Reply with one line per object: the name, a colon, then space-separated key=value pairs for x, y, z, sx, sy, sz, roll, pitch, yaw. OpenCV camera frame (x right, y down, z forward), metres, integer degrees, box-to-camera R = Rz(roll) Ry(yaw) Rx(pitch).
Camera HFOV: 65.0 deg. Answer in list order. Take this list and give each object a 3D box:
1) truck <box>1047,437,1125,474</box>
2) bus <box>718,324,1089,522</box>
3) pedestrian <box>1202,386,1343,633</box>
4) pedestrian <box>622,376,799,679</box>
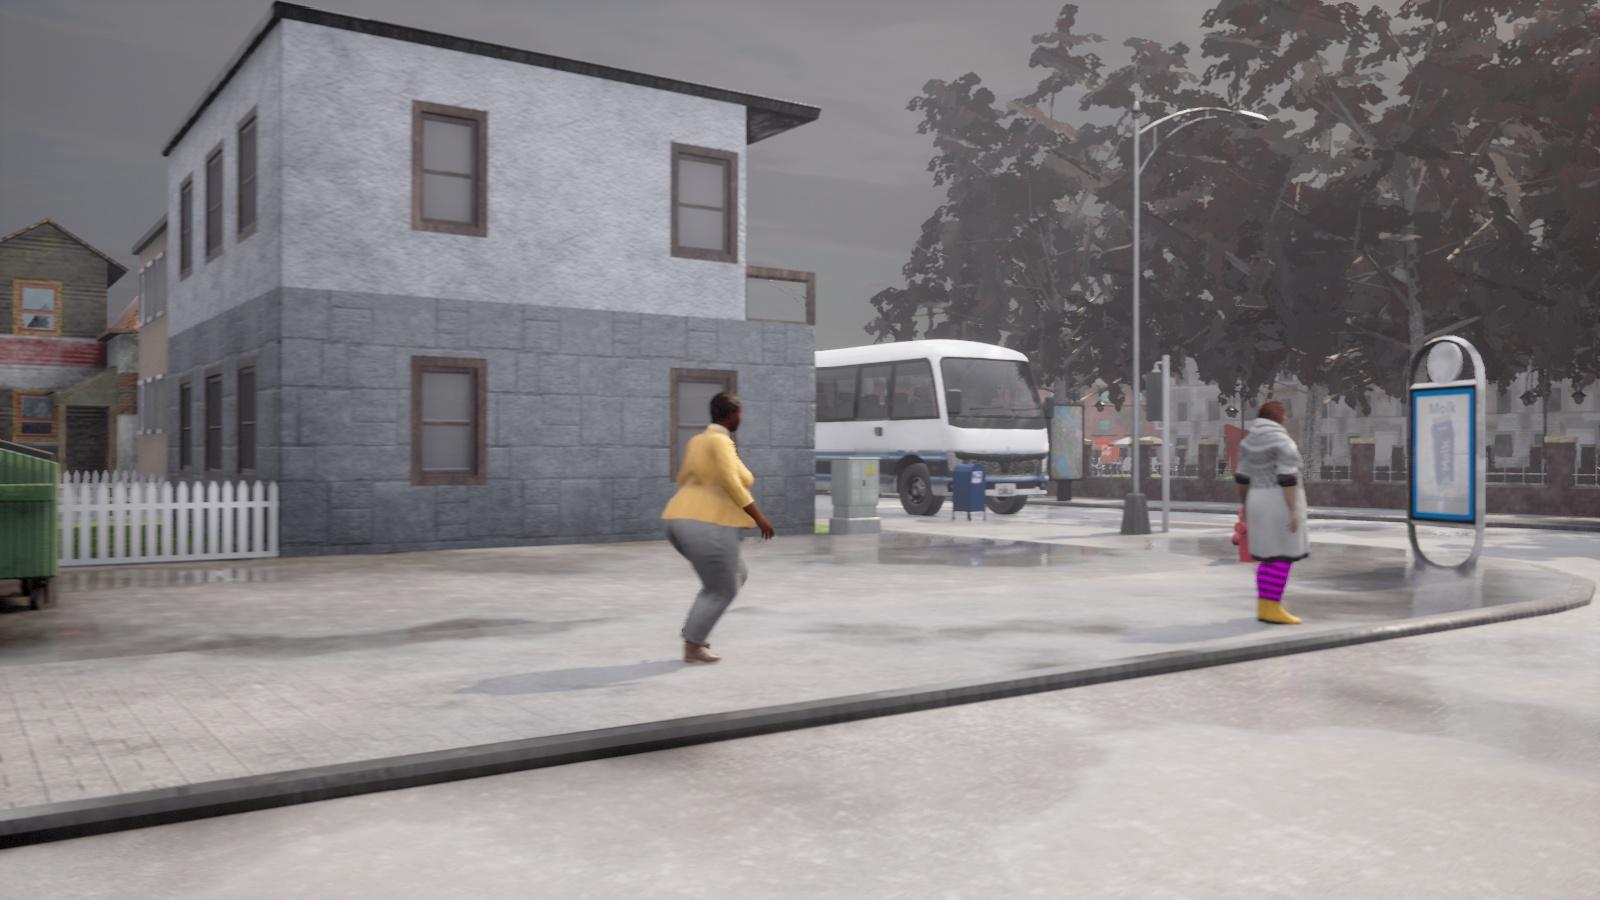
truck: x=21.417 y=0.407 z=94.020 sx=5.204 sy=2.467 sz=2.627 roll=-3 pitch=-1 yaw=23
bus: x=2.189 y=-0.558 z=32.321 sx=3.944 sy=4.253 sz=10.273 roll=0 pitch=0 yaw=-34
pedestrian: x=3.867 y=0.471 z=10.325 sx=0.873 sy=1.952 sz=0.659 roll=0 pitch=0 yaw=-7
pedestrian: x=-0.604 y=0.476 z=8.279 sx=0.900 sy=1.855 sz=0.874 roll=0 pitch=0 yaw=-26
